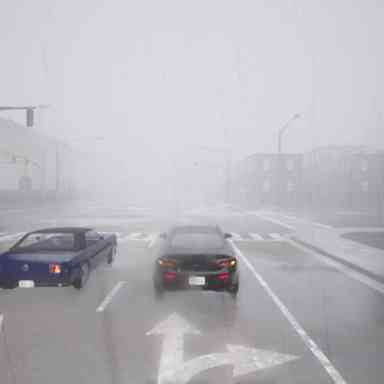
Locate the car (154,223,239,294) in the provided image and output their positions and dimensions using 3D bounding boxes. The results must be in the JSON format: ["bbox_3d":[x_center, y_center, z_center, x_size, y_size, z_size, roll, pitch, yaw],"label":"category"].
[{"bbox_3d":[0.101,1.530,8.662,1.812,1.442,4.674,0,0,0],"label":"car"}]

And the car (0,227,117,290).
[{"bbox_3d":[-3.398,1.606,9.065,1.895,1.301,4.718,0,0,0],"label":"car"}]
